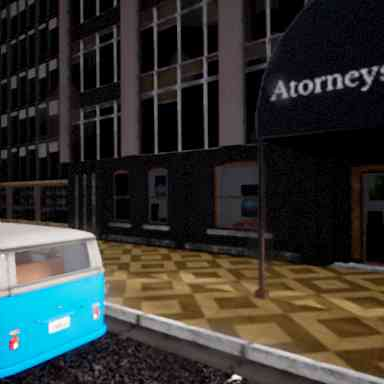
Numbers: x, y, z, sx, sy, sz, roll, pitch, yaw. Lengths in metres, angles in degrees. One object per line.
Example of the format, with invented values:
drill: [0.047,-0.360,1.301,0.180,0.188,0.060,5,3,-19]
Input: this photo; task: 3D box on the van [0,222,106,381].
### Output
van: [-3.109,1.381,5.099,3.998,1.788,1.690,-1,0,36]
